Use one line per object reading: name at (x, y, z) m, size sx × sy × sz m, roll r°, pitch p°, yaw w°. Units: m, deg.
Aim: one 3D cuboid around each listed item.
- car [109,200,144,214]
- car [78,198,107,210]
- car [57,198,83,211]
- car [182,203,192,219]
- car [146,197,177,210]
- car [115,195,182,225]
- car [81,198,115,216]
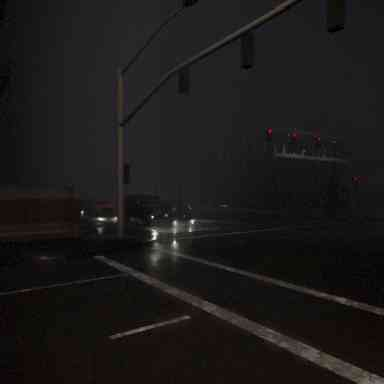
car at (-7.161, 1.601, 35.880) m, size 1.895 × 1.301 × 4.718 m, roll 0°, pitch 0°, yaw -36°
car at (-13.364, 1.547, 44.531) m, size 2.033 × 1.411 × 5.357 m, roll 0°, pitch 0°, yaw -36°
car at (-15.090, 1.526, 40.941) m, size 1.812 × 1.442 × 4.674 m, roll 0°, pitch 0°, yaw -35°
car at (-1.918, 1.352, 28.581) m, size 2.097 × 1.767 × 4.553 m, roll 0°, pitch 0°, yaw -36°
car at (-4.127, 1.477, 43.992) m, size 1.882 × 1.535 × 5.008 m, roll 0°, pitch 0°, yaw -36°
car at (-3.334, 1.222, 24.549) m, size 2.150 × 2.045 × 5.566 m, roll 0°, pitch 0°, yaw -36°
car at (-9.095, 1.478, 32.574) m, size 1.882 × 1.535 × 5.008 m, roll 0°, pitch 0°, yaw -36°
